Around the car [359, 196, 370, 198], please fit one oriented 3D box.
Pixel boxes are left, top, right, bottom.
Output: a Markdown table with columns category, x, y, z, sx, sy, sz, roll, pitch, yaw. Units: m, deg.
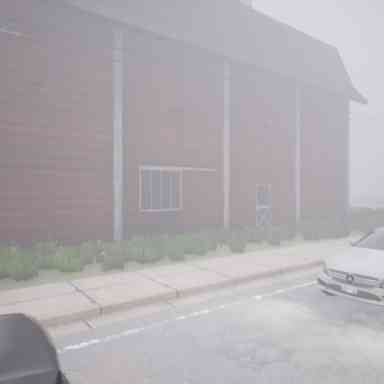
| category | x | y | z | sx | sy | sz | roll | pitch | yaw |
| --- | --- | --- | --- | --- | --- | --- | --- | --- | --- |
| car | 33.031 | 1.414 | 63.471 | 3.905 | 1.438 | 1.784 | 0 | 0 | -36 |

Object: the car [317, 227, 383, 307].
| category | x | y | z | sx | sy | sz | roll | pitch | yaw |
| --- | --- | --- | --- | --- | --- | --- | --- | --- | --- |
| car | 4.774 | 1.512 | 7.473 | 4.674 | 1.442 | 1.812 | 0 | 0 | -36 |

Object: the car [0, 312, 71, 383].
| category | x | y | z | sx | sy | sz | roll | pitch | yaw |
| --- | --- | --- | --- | --- | --- | --- | --- | --- | --- |
| car | -3.365 | 1.551 | 1.564 | 5.357 | 1.411 | 2.033 | 0 | 0 | -36 |
